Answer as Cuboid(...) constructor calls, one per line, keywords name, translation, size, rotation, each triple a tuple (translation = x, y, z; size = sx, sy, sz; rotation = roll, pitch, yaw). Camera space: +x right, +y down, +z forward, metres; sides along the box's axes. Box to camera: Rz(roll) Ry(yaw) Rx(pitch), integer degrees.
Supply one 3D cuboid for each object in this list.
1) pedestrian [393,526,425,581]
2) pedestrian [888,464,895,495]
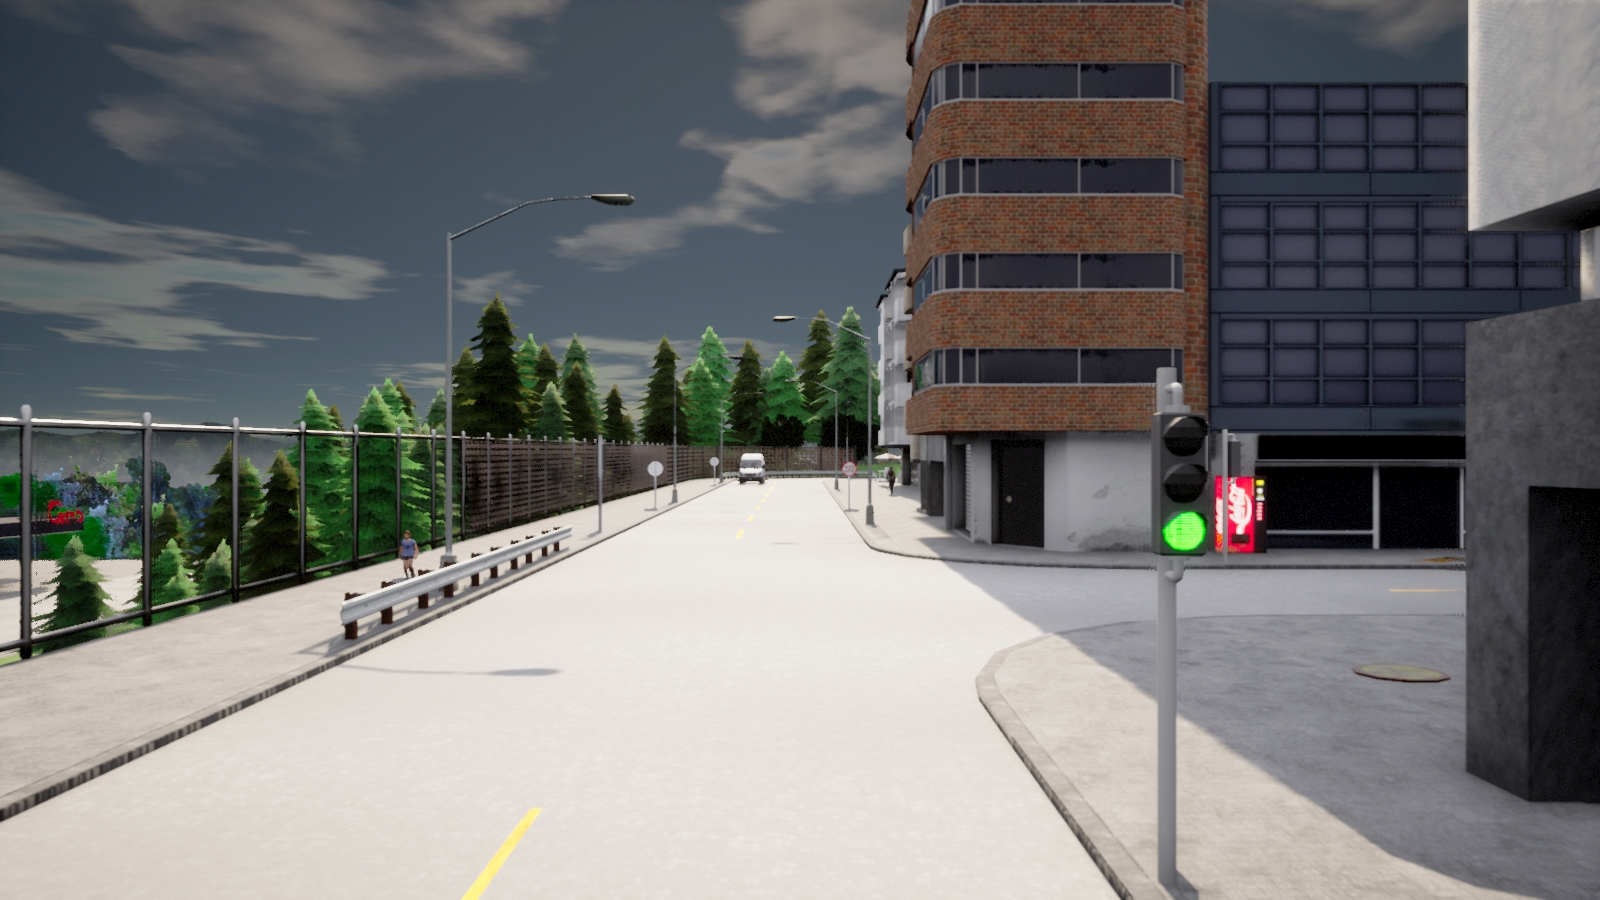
Cuboid(name="pedestrian", translation=(-8.119, 2.143, 23.743), size=(0.500, 1.100, 0.500), rotation=(0, 0, 0))
Cuboid(name="pedestrian", translation=(5.540, 1.795, 69.193), size=(0.375, 1.860, 0.375), rotation=(0, 0, 3))
